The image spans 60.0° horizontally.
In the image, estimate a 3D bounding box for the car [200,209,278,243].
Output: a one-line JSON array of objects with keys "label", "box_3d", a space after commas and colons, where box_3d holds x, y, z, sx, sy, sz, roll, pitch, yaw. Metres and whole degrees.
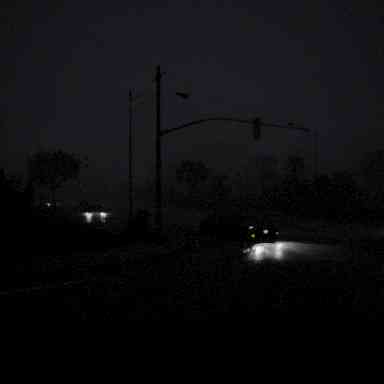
[{"label": "car", "box_3d": [2.168, 1.546, 16.217, 1.994, 1.385, 4.181, 0, 0, -32]}]

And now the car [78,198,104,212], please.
[{"label": "car", "box_3d": [-11.517, 1.417, 37.912, 1.882, 1.535, 5.008, 0, 1, -32]}]
